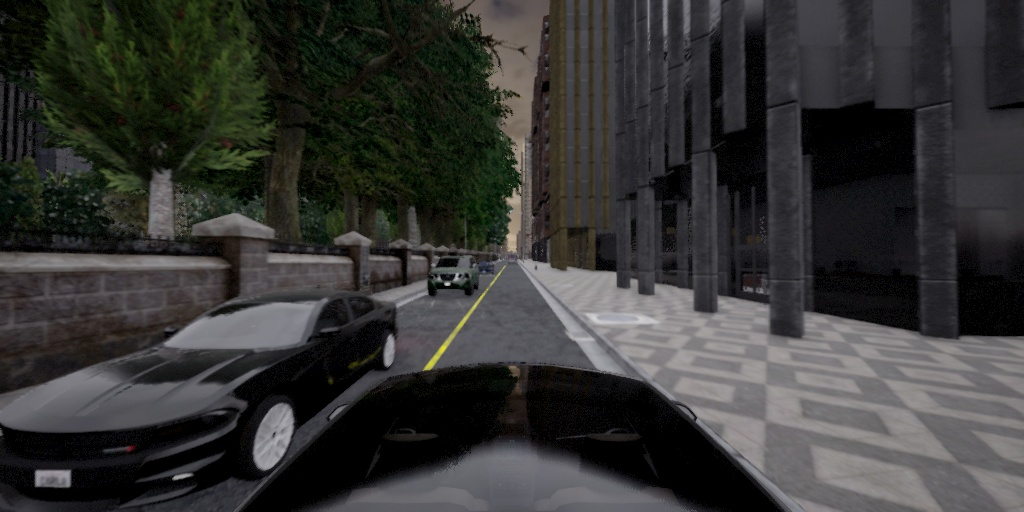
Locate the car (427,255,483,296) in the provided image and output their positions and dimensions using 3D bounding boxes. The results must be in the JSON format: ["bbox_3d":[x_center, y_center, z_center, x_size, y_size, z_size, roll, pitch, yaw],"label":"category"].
[{"bbox_3d":[-3.051,0.983,19.761,2.150,2.045,5.566,0,0,0],"label":"car"}]

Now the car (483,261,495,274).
[{"bbox_3d":[-2.943,1.305,40.701,2.033,1.411,5.357,0,0,0],"label":"car"}]

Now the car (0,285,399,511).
[{"bbox_3d":[-3.095,1.227,4.914,1.882,1.535,5.008,0,0,0],"label":"car"}]
